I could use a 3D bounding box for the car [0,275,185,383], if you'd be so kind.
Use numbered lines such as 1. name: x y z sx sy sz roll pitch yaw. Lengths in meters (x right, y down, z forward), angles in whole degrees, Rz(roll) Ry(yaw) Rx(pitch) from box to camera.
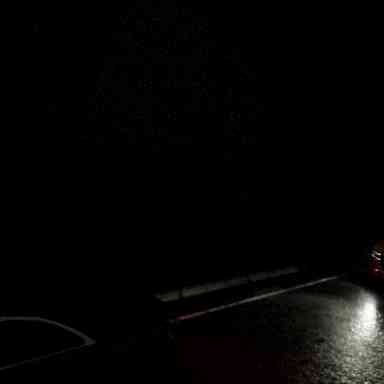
1. car: -2.362 1.493 2.305 4.902 1.511 2.128 0 0 -35

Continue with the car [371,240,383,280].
1. car: 6.608 1.446 8.691 5.008 1.535 1.882 0 0 -36
